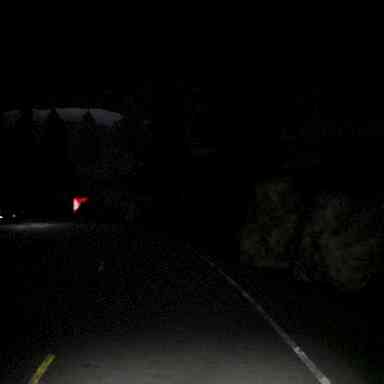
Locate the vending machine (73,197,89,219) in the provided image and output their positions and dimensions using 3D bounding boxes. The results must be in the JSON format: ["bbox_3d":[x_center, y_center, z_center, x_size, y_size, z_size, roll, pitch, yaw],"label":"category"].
[{"bbox_3d":[-10.915,1.564,32.700,0.880,2.100,1.100,-1,-1,35],"label":"vending machine"}]

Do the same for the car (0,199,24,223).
[{"bbox_3d":[-16.627,1.580,27.912,5.566,2.045,2.150,-1,-1,28],"label":"car"}]

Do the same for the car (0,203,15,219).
[{"bbox_3d":[-20.684,1.926,33.580,4.902,1.511,2.128,-1,-1,19],"label":"car"}]
